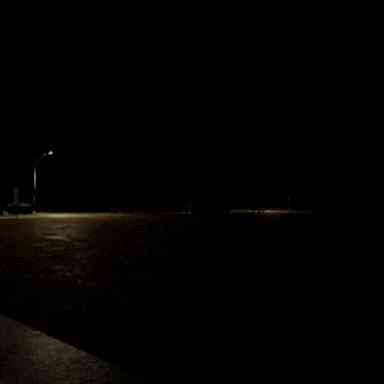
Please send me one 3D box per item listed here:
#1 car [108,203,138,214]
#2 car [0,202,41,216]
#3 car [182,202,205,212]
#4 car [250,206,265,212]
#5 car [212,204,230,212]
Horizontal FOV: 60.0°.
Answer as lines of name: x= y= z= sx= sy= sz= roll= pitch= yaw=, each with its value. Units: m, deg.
car: x=-10.273 y=2.461 z=50.086 sx=1.882 sy=1.535 sz=5.008 roll=0 pitch=-2 yaw=36
car: x=-19.514 y=1.881 z=37.116 sx=1.882 sy=1.535 sz=5.008 roll=0 pitch=-2 yaw=35
car: x=0.418 y=2.972 z=64.946 sx=2.150 sy=2.045 sz=5.566 roll=0 pitch=-2 yaw=35
car: x=16.263 y=4.167 z=82.461 sx=1.895 sy=1.301 sz=4.718 roll=0 pitch=-2 yaw=35
car: x=6.009 y=3.235 z=68.059 sx=2.097 sy=1.767 sz=4.553 roll=0 pitch=-2 yaw=35
